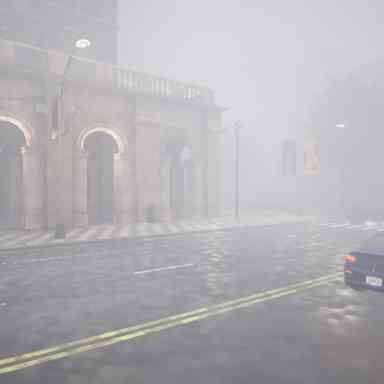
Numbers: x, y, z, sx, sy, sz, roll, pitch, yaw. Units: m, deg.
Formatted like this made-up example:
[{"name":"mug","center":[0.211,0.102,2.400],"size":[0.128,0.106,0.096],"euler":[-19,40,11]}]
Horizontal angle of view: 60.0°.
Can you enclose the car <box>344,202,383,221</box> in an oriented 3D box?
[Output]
[{"name":"car","center":[14.443,1.548,27.778],"size":[2.033,1.411,5.357],"euler":[0,0,5]}]

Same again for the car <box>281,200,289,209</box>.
[{"name":"car","center":[10.738,1.351,44.503],"size":[2.097,1.767,4.553],"euler":[0,0,-36]}]

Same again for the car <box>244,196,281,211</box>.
[{"name":"car","center":[8.471,1.564,41.661],"size":[1.994,1.385,4.181],"euler":[0,0,-36]}]

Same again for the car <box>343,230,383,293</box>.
[{"name":"car","center":[5.326,1.526,7.663],"size":[4.674,1.442,1.812],"euler":[0,0,-36]}]
